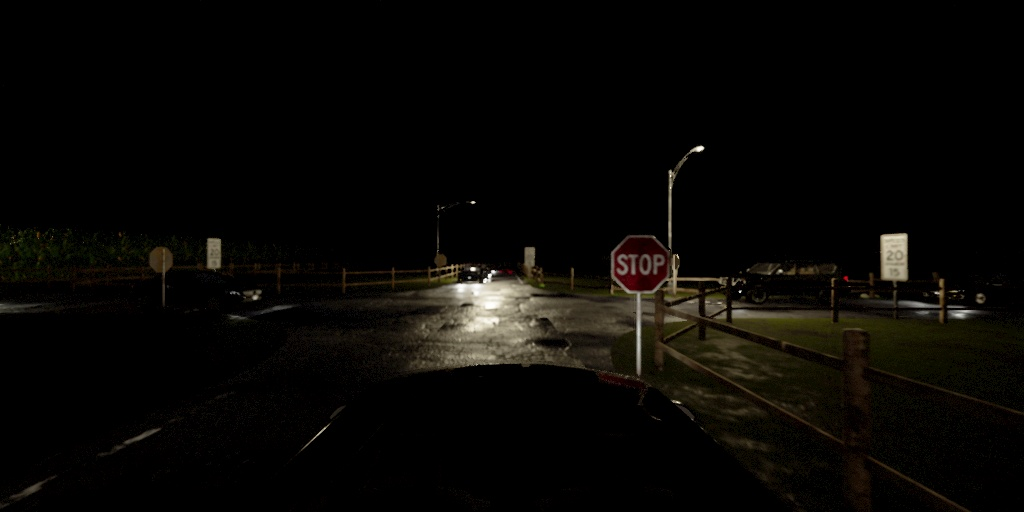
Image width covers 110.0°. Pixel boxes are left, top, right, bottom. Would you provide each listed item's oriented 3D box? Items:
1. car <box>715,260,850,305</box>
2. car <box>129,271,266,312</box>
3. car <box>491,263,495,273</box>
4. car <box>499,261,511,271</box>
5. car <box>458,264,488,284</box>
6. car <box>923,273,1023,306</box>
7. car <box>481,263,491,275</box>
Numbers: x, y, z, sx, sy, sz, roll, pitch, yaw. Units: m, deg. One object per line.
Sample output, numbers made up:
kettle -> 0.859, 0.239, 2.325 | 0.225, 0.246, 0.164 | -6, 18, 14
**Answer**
car -> 13.061, 1.231, 17.476 | 5.566, 2.045, 2.150 | 0, 0, 0
car -> -12.252, 1.323, 14.037 | 4.674, 1.442, 1.812 | 0, 0, 4
car -> -3.770, 1.719, 50.234 | 1.837, 1.490, 4.892 | 0, -1, -1
car -> -1.168, 1.673, 61.960 | 2.097, 1.767, 4.553 | 0, -1, -1
car -> -3.397, 1.589, 30.496 | 1.994, 1.385, 4.181 | 0, -1, -1
car -> 23.220, 1.597, 17.561 | 4.892, 1.490, 1.837 | 0, 0, 0
car -> -3.569, 1.613, 39.318 | 1.837, 1.490, 4.892 | 0, 0, -1
